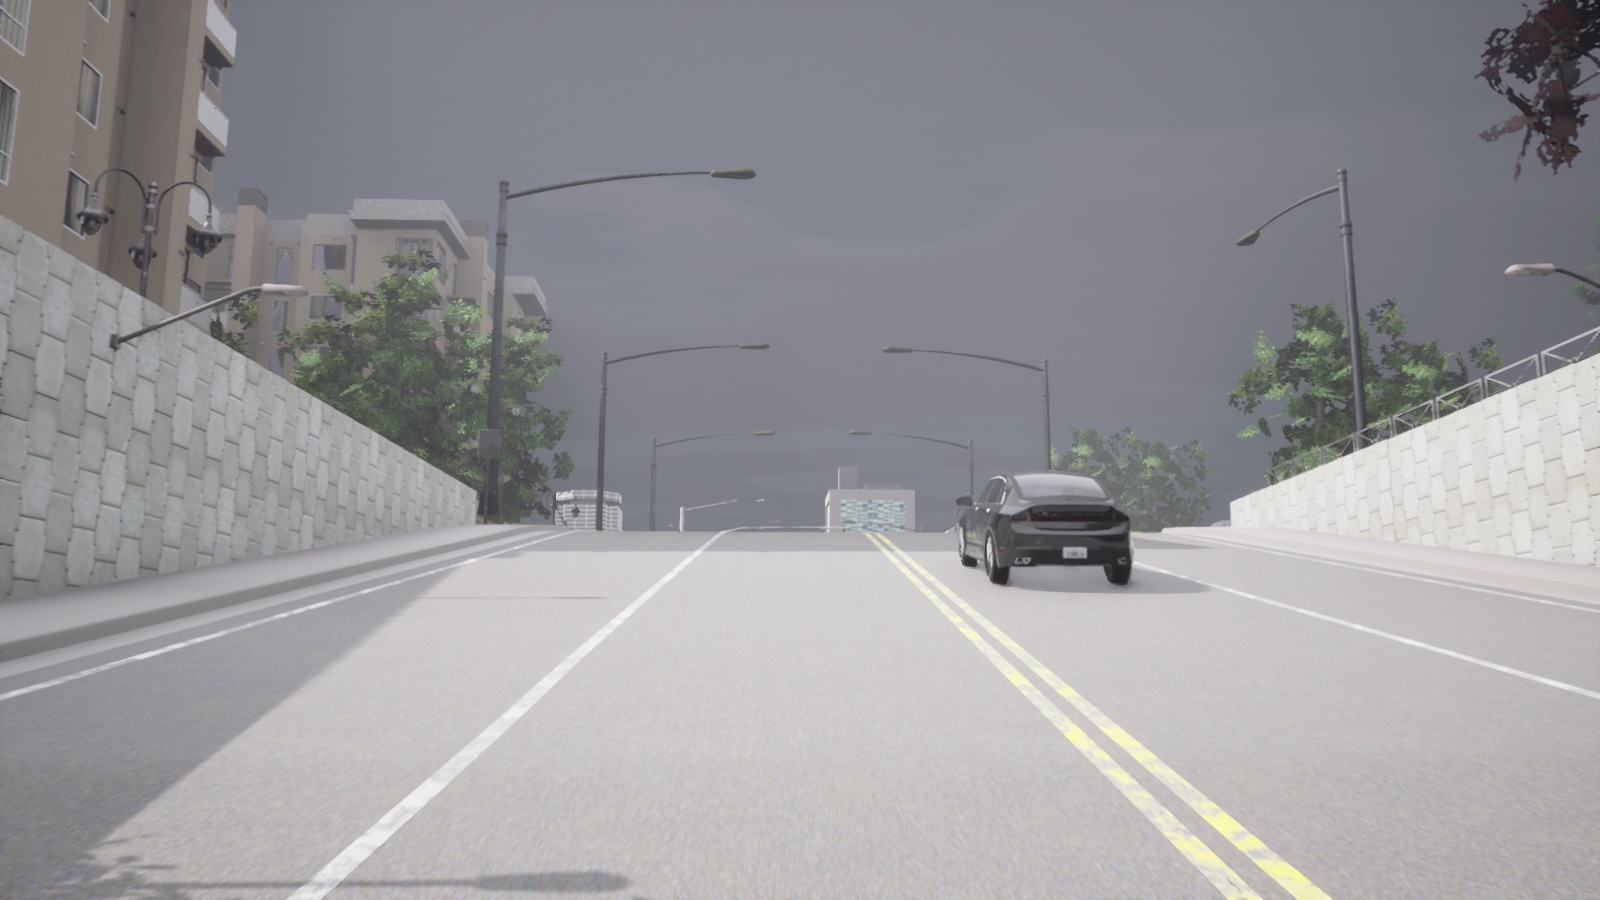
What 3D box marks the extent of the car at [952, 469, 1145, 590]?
[{"bbox_3d":[3.454,1.047,18.387,1.837,1.490,4.892,0,-1,0],"label":"car"}]
